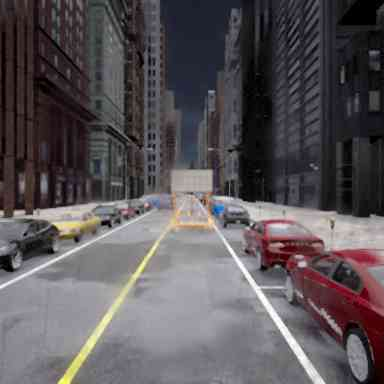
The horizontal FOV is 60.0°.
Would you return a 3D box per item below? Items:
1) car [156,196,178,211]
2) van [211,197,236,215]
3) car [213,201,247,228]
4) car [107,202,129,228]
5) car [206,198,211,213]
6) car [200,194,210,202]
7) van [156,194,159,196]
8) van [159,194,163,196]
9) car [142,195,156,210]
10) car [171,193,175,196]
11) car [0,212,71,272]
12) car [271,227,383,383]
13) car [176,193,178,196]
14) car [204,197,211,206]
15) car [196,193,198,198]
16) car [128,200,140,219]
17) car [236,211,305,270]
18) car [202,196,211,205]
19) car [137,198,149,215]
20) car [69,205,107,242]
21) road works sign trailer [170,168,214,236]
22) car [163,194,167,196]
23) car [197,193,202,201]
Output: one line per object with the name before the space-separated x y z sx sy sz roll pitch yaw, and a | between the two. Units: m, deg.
car | -3.119 1.540 40.471 2.033 1.411 5.357 0 0 0
van | 2.743 1.331 27.715 1.690 1.788 3.998 0 0 0
car | 2.747 1.541 22.078 2.008 1.369 4.403 0 0 0
car | -5.778 1.557 22.056 1.947 1.339 4.313 0 0 0
car | 2.740 1.542 33.351 2.008 1.369 4.403 0 0 0
car | 2.726 1.545 55.896 1.887 1.381 4.507 0 0 0
van | -5.792 1.336 44.603 1.690 1.788 3.998 0 0 0
van | -5.796 1.338 50.239 1.690 1.788 3.998 0 0 0
car | -5.789 1.432 38.967 1.967 1.590 4.097 0 0 0
car | -5.816 1.570 84.059 1.887 1.381 4.507 0 0 0
car | -5.771 1.560 10.783 1.947 1.339 4.313 0 0 0
car | 2.758 1.541 5.170 1.887 1.381 4.507 0 0 0
car | -5.823 1.606 95.332 1.947 1.339 4.313 0 0 0
car | 2.736 1.574 38.988 1.802 1.307 4.206 0 0 0
car | 2.705 1.558 89.884 1.752 1.417 4.829 0 0 0
car | -5.781 1.572 27.693 1.802 1.307 4.206 0 0 0
car | 2.754 1.539 10.806 1.887 1.381 4.507 0 0 0
car | 2.733 1.545 44.624 2.008 1.369 4.403 0 0 0
car | -5.785 1.557 33.330 1.947 1.339 4.313 0 0 0
car | -5.774 1.518 16.250 1.752 1.417 4.829 0 0 0
road works sign trailer | -0.012 0.456 18.461 2.380 3.560 2.880 0 0 0
car | -5.803 1.319 61.512 2.192 1.841 5.009 0 0 0
car | 2.718 1.323 67.168 2.192 1.841 5.009 0 0 0
